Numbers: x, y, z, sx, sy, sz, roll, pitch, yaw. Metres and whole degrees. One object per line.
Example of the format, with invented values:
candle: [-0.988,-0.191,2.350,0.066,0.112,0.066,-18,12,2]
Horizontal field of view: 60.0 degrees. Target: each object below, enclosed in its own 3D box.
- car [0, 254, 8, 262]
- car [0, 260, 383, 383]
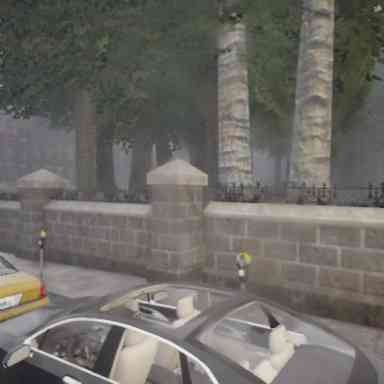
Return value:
car: [-4.563,1.577,6.118,4.829,1.417,1.752,-1,1,36]
car: [-0.395,1.565,3.073,4.403,1.369,2.008,-1,1,36]
